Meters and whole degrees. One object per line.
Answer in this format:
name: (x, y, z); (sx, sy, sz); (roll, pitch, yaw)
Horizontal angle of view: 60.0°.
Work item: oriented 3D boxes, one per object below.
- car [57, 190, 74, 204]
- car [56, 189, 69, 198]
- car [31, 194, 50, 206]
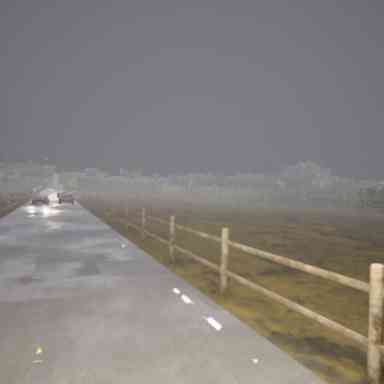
car: (-16.980, 0.831, 44.852); (2.128, 1.511, 4.902); (2, 1, -22)
car: (-24.602, 0.352, 63.288); (2.128, 1.511, 4.902); (2, 1, -22)
car: (-18.275, 0.933, 40.274); (1.895, 1.301, 4.718); (2, 0, -22)
